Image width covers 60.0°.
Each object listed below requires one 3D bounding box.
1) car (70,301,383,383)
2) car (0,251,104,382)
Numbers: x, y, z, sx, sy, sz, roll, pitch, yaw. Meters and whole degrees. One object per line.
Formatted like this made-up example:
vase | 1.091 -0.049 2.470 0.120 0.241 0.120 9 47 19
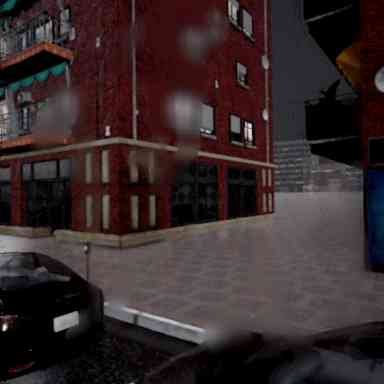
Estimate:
car | 1.438 1.565 1.990 4.313 1.339 1.947 -1 -1 36
car | -3.209 1.618 5.229 4.313 1.339 1.947 -1 -1 36
